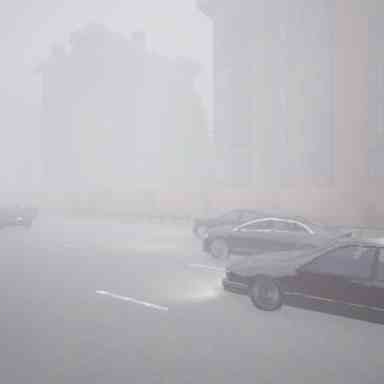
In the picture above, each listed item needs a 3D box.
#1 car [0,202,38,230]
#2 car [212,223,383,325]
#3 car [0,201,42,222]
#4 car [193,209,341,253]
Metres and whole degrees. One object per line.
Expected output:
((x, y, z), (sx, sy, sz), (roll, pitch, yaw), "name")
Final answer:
((-12.033, 1.564, 21.170), (4.181, 1.385, 1.994), (0, 0, 35), "car")
((3.235, 1.547, 5.983), (5.357, 1.411, 2.033), (0, 0, 35), "car")
((-14.409, 1.526, 27.161), (4.674, 1.442, 1.812), (0, 0, 35), "car")
((2.619, 1.491, 10.722), (4.902, 1.511, 2.128), (0, 0, 35), "car")
